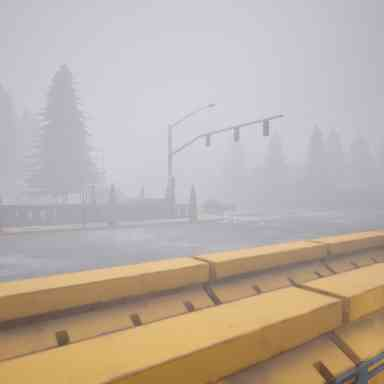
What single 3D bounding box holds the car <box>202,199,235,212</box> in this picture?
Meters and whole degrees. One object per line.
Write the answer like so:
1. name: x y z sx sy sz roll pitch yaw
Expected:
1. car: 3.097 1.526 39.436 1.812 1.442 4.674 0 0 -36
